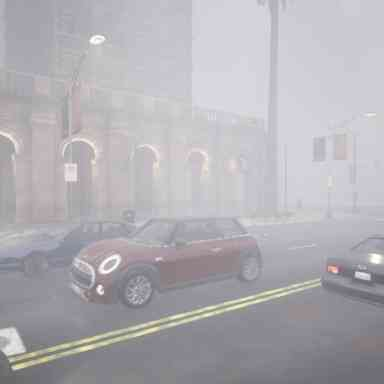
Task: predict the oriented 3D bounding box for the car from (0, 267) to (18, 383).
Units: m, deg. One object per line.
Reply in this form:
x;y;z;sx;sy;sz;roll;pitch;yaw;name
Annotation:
-3.537;1.547;1.214;5.357;1.411;2.033;0;0;-36;car

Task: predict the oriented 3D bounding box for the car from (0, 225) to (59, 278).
-3.212;1.547;10.310;5.357;1.411;2.033;0;0;-36;car

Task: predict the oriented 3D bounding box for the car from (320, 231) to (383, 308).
5.099;1.547;7.413;5.357;1.411;2.033;0;0;-35;car

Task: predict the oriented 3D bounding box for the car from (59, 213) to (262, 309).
-0.471;1.352;7.965;4.553;1.767;2.097;0;0;-36;car
